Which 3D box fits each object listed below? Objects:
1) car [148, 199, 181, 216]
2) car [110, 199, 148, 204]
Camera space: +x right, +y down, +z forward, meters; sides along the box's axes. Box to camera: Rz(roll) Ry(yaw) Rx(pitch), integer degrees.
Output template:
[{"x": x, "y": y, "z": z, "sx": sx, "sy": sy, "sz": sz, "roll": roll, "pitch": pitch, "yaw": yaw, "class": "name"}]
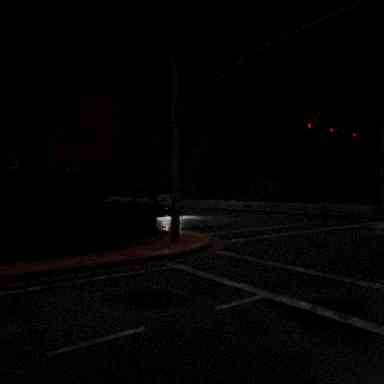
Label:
[{"x": -2.928, "y": 1.441, "z": 31.418, "sx": 1.812, "sy": 1.442, "sz": 4.674, "roll": 0, "pitch": 0, "yaw": -37, "class": "car"}, {"x": -6.163, "y": 1.439, "z": 29.864, "sx": 1.837, "sy": 1.490, "sz": 4.892, "roll": 0, "pitch": 0, "yaw": -37, "class": "car"}]
